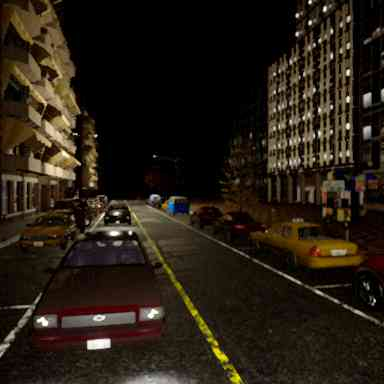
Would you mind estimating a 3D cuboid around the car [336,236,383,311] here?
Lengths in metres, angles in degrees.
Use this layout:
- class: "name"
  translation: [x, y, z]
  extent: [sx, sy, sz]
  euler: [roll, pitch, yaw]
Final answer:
- class: "car"
  translation: [4.519, 1.445, 5.312]
  extent: [1.967, 1.590, 4.097]
  euler: [0, 0, -12]

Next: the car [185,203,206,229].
- class: "car"
  translation: [1.009, 1.593, 21.516]
  extent: [1.802, 1.307, 4.206]
  euler: [0, 0, -12]

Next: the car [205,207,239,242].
- class: "car"
  translation: [2.179, 1.590, 16.115]
  extent: [1.802, 1.307, 4.206]
  euler: [0, 0, -12]

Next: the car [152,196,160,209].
- class: "car"
  translation: [-3.671, 1.594, 43.122]
  extent: [1.947, 1.339, 4.313]
  euler: [0, 0, -12]

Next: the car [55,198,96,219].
- class: "car"
  translation: [-7.183, 1.320, 19.742]
  extent: [2.192, 1.841, 5.009]
  euler: [0, 0, -12]

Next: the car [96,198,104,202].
- class: "car"
  translation: [-9.521, 1.562, 30.546]
  extent: [2.008, 1.369, 4.403]
  euler: [0, 0, -12]

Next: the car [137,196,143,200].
- class: "car"
  translation: [-14.202, 1.651, 91.734]
  extent: [1.887, 1.381, 4.507]
  euler: [0, 0, -12]

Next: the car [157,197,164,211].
- class: "car"
  translation: [-2.537, 1.548, 37.886]
  extent: [1.752, 1.417, 4.829]
  euler: [0, 0, -12]

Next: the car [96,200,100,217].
- class: "car"
  translation: [-8.351, 1.558, 25.144]
  extent: [2.008, 1.369, 4.403]
  euler: [0, 0, -12]

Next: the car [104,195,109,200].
- class: "car"
  translation: [-13.031, 1.573, 46.749]
  extent: [1.887, 1.381, 4.507]
  euler: [0, 0, -12]

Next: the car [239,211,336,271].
- class: "car"
  translation: [3.313, 1.532, 10.880]
  extent: [1.752, 1.417, 4.829]
  euler: [0, 0, -12]

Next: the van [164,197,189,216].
- class: "van"
  translation: [-1.332, 1.359, 32.319]
  extent: [1.690, 1.788, 3.998]
  euler: [0, 0, -12]

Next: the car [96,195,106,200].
- class: "car"
  translation: [-10.691, 1.456, 35.945]
  extent: [1.967, 1.590, 4.097]
  euler: [0, 0, -12]

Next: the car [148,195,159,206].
- class: "car"
  translation: [-4.842, 1.474, 48.523]
  extent: [1.967, 1.590, 4.097]
  euler: [0, 0, -12]

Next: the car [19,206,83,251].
- class: "car"
  translation: [-5.975, 1.527, 14.175]
  extent: [1.752, 1.417, 4.829]
  euler: [0, 0, -12]

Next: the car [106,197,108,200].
- class: "car"
  translation: [-11.861, 1.588, 41.347]
  extent: [1.947, 1.339, 4.313]
  euler: [0, 0, -12]

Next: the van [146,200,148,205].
- class: "van"
  translation: [-6.013, 1.382, 53.925]
  extent: [1.690, 1.788, 3.998]
  euler: [0, 0, -12]

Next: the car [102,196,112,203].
- class: "car"
  translation: [-18.882, 1.634, 73.755]
  extent: [1.947, 1.339, 4.313]
  euler: [0, 0, -12]

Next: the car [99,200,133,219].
- class: "car"
  translation: [-5.333, 1.556, 23.946]
  extent: [2.033, 1.411, 5.357]
  euler: [0, 0, -12]

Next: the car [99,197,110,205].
- class: "car"
  translation: [-16.542, 1.633, 62.952]
  extent: [1.802, 1.307, 4.206]
  euler: [0, 0, -12]

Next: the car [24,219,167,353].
- class: "car"
  translation: [-1.727, 1.549, 6.844]
  extent: [2.033, 1.411, 5.357]
  euler: [0, 0, -12]
